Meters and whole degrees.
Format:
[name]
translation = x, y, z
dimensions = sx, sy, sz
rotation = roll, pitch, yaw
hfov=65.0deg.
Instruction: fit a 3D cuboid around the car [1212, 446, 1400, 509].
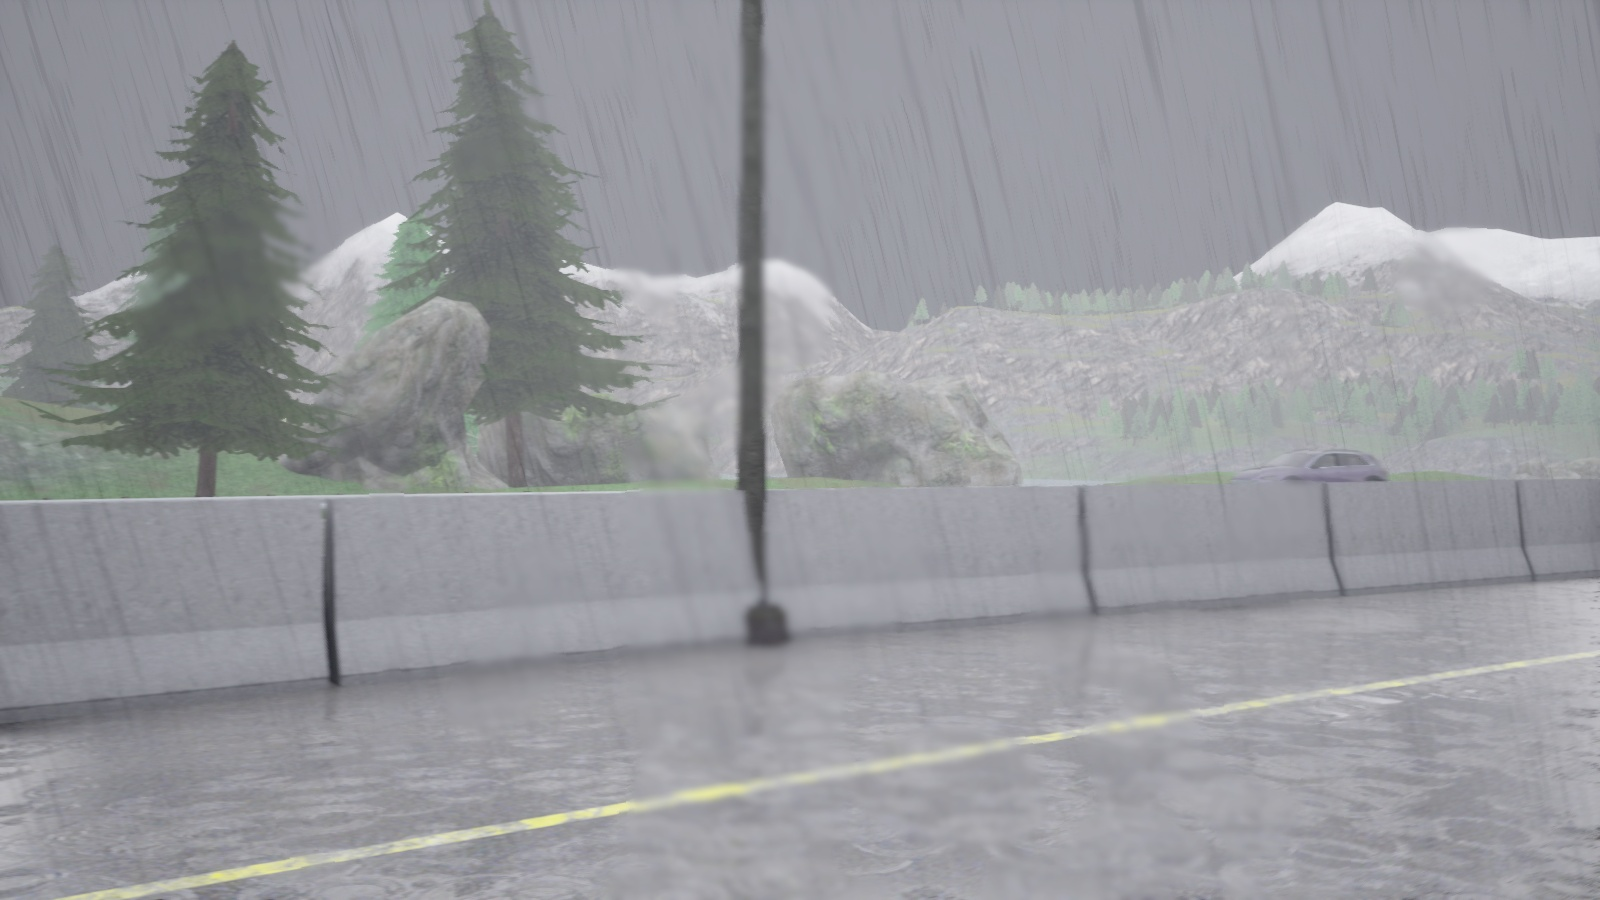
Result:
[car]
translation = 14.102, 0.729, 35.000
dimensions = 4.856, 1.649, 2.033
rotation = 0, 0, -23
